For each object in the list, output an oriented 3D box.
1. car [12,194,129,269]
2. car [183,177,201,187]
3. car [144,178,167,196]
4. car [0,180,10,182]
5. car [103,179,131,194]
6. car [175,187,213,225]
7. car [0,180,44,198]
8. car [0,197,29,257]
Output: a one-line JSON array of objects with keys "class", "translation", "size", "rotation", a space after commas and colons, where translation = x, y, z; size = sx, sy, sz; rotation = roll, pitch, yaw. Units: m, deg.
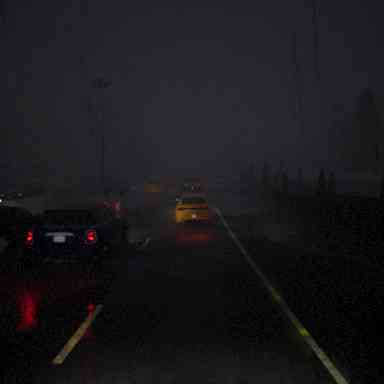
[{"class": "car", "translation": [-3.400, 1.140, 10.646], "size": [2.097, 1.767, 4.553], "rotation": [0, 2, 0]}, {"class": "car", "translation": [0.019, -0.966, 35.966], "size": [1.895, 1.301, 4.718], "rotation": [0, 7, 0]}, {"class": "car", "translation": [-3.463, -0.598, 32.240], "size": [1.882, 1.535, 5.008], "rotation": [0, 8, 0]}, {"class": "car", "translation": [-17.585, -0.390, 31.321], "size": [1.994, 1.385, 4.181], "rotation": [0, 7, 0]}, {"class": "car", "translation": [-6.958, -0.452, 31.223], "size": [2.128, 1.511, 4.902], "rotation": [0, 7, 0]}, {"class": "car", "translation": [0.094, 0.821, 18.440], "size": [1.882, 1.535, 5.008], "rotation": [0, 4, 0]}, {"class": "car", "translation": [-14.097, -0.021, 27.992], "size": [1.812, 1.442, 4.674], "rotation": [0, 6, 0]}, {"class": "car", "translation": [-6.900, 1.210, 11.906], "size": [1.882, 1.535, 5.008], "rotation": [0, 3, 0]}]
